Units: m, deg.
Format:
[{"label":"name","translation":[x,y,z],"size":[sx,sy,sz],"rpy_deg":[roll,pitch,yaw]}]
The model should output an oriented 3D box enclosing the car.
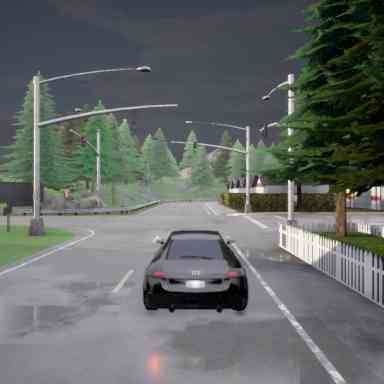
[{"label":"car","translation":[0.077,1.564,7.760],"size":[1.994,1.385,4.181],"rpy_deg":[0,0,0]}]
